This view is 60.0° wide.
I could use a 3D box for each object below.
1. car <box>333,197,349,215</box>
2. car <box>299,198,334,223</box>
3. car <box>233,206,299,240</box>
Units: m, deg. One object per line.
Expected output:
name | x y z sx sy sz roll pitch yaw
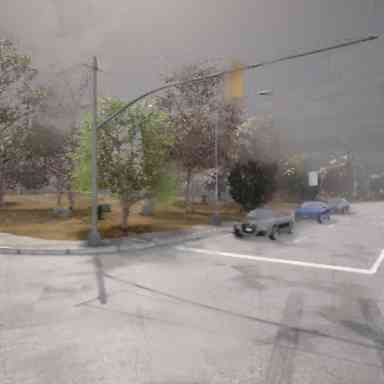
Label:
car | 14.882 1.358 34.417 2.097 1.767 4.553 0 0 32
car | 9.359 1.462 25.674 1.882 1.535 5.008 0 0 32
car | 3.720 1.548 16.997 1.994 1.385 4.181 0 0 34
